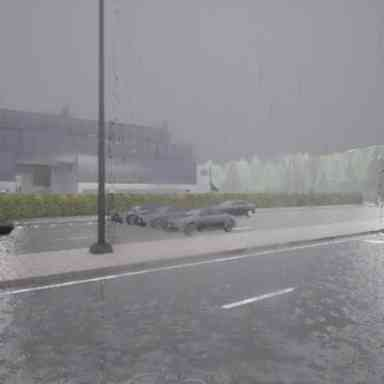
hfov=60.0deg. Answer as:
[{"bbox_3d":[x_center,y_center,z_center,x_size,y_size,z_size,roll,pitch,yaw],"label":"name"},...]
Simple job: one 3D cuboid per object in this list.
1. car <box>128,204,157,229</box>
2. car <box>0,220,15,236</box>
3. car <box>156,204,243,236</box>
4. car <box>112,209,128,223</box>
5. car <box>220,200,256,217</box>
[{"bbox_3d":[-1.545,1.556,21.190,4.181,1.385,1.994,0,0,-35],"label":"car"},{"bbox_3d":[-10.657,1.603,14.791,4.718,1.301,1.895,0,0,-35],"label":"car"},{"bbox_3d":[0.461,1.556,18.322,4.181,1.385,1.994,0,0,-35],"label":"car"},{"bbox_3d":[-3.576,1.556,24.040,4.181,1.385,1.994,0,0,-35],"label":"car"},{"bbox_3d":[3.461,1.487,29.089,4.892,1.490,1.837,-1,1,-35],"label":"car"}]
